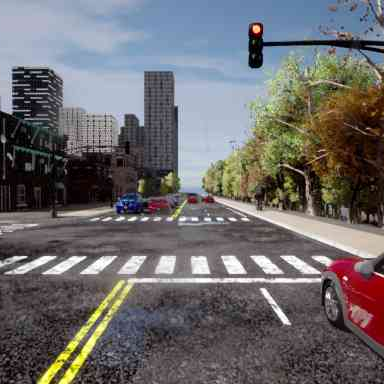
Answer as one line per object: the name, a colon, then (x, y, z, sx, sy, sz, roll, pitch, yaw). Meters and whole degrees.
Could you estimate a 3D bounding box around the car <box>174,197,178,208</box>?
car: (-3.311, 1.532, 45.429, 2.033, 1.411, 5.357, 0, 0, 0)

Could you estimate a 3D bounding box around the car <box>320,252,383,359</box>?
car: (3.350, 1.351, 4.160, 2.097, 1.767, 4.553, 0, 0, 0)

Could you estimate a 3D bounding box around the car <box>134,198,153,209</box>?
car: (-6.563, 1.585, 45.529, 1.895, 1.301, 4.718, 0, 0, 0)

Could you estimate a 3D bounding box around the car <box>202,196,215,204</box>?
car: (3.379, 1.453, 65.332, 1.882, 1.535, 5.008, 0, 0, 0)

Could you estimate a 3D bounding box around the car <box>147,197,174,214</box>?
car: (-3.321, 1.467, 35.531, 1.882, 1.535, 5.008, 0, 0, 0)

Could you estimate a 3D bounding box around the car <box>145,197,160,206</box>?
car: (-6.546, 1.544, 55.558, 1.994, 1.385, 4.181, 0, 0, 1)

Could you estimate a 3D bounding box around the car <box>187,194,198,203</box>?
car: (0.131, 1.539, 65.975, 1.994, 1.385, 4.181, 0, 0, 0)

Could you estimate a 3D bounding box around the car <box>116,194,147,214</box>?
car: (-6.568, 1.210, 35.782, 2.150, 2.045, 5.566, 0, 0, 0)

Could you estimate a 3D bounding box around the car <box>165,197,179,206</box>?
car: (-3.299, 1.527, 56.002, 2.033, 1.411, 5.357, 0, 0, 0)

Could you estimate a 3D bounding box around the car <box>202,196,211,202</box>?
car: (3.285, 1.523, 75.475, 1.994, 1.385, 4.181, 0, 0, 0)
